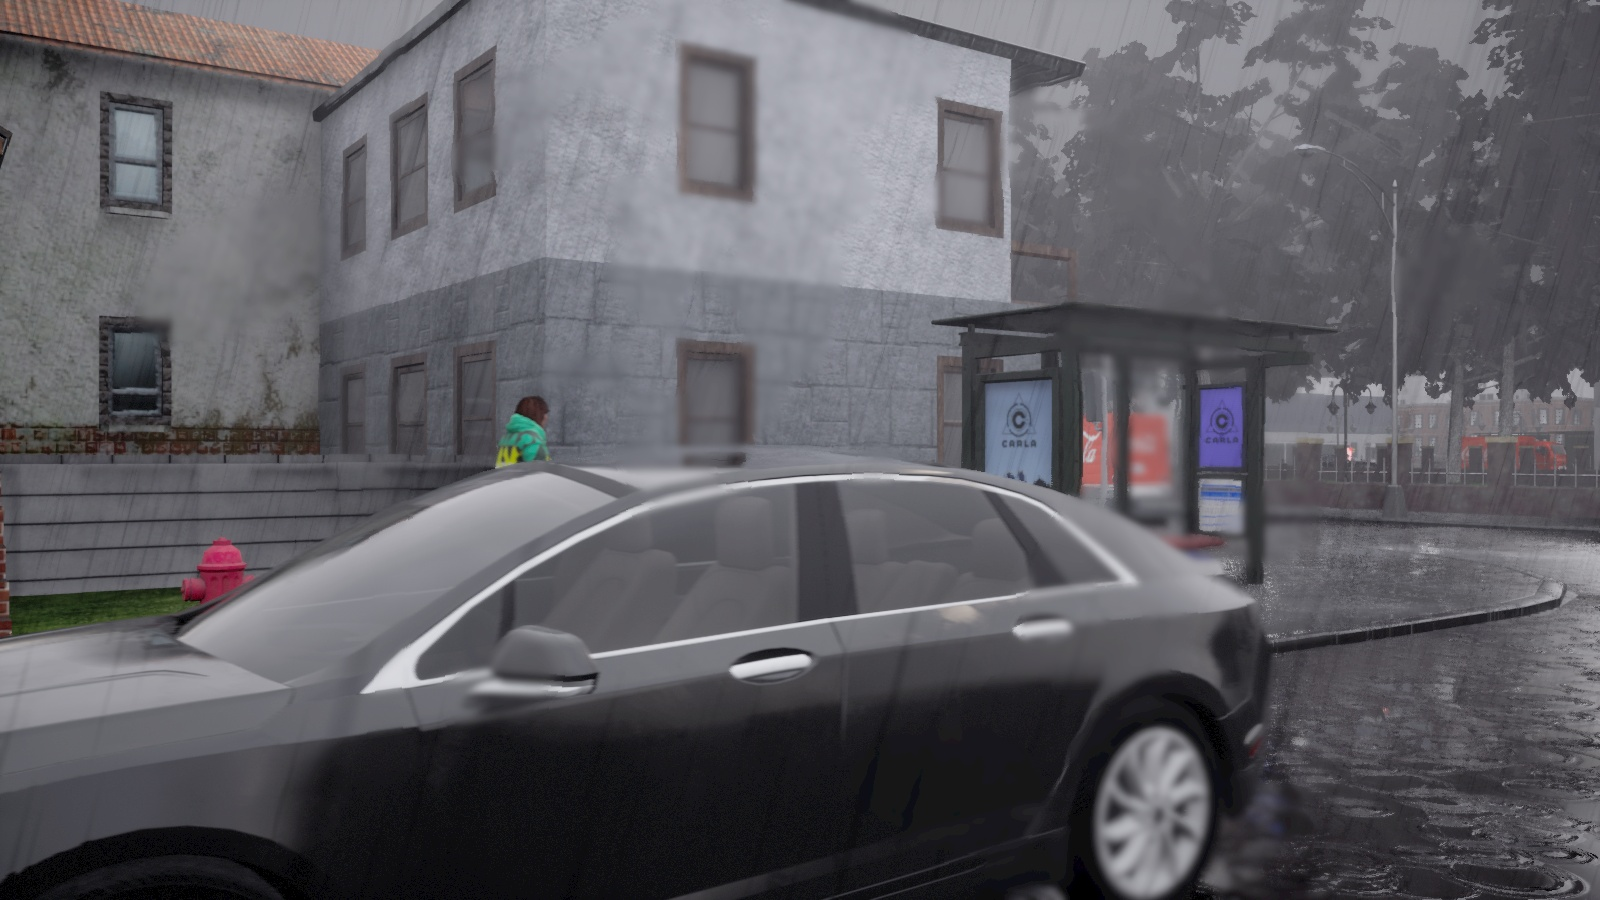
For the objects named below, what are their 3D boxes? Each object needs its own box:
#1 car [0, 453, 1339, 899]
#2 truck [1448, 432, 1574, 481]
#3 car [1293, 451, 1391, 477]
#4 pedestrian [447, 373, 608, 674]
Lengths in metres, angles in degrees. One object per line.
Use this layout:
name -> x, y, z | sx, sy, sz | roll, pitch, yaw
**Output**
car -> -0.595, 0.760, 3.854 | 4.892, 1.490, 1.837 | 0, 0, -35
truck -> 37.659, 0.341, 66.607 | 2.627, 2.467, 5.204 | 0, 0, -35
car -> 32.083, 0.815, 74.473 | 2.128, 1.511, 4.902 | 0, 0, -35
pedestrian -> -1.880, 0.480, 8.676 | 0.873, 1.952, 0.659 | 0, 0, -41
